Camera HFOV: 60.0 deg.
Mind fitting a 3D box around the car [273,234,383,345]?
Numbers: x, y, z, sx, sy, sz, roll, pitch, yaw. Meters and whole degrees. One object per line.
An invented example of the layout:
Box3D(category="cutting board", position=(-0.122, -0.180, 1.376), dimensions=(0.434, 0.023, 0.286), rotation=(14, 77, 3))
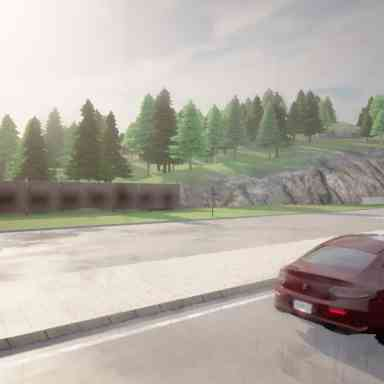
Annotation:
Box3D(category="car", position=(3.504, 1.527, 6.249), dimensions=(4.674, 1.442, 1.812), rotation=(0, 0, -36))
